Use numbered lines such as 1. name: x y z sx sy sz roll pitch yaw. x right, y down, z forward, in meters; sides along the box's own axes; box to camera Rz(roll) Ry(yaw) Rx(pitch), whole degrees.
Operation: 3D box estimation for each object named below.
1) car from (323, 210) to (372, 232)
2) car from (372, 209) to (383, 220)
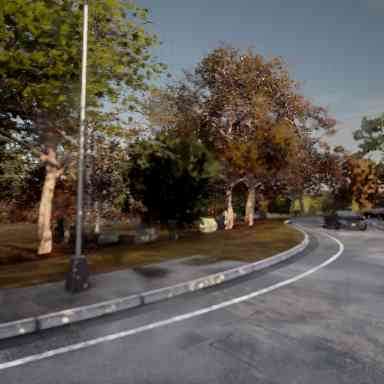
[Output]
1. car: 11.050 2.049 24.306 1.994 1.385 4.181 1 -1 6
2. car: 22.354 2.599 38.760 4.718 1.301 1.895 2 -1 -16
